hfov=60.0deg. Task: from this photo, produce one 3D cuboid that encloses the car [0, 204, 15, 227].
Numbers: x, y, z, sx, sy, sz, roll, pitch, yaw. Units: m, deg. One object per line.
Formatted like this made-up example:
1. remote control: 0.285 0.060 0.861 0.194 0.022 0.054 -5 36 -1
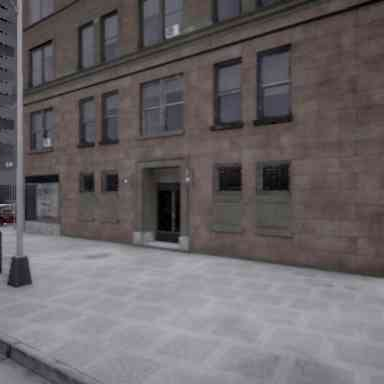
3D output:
1. car: -12.267 1.558 22.787 1.812 1.442 4.674 -1 0 36
